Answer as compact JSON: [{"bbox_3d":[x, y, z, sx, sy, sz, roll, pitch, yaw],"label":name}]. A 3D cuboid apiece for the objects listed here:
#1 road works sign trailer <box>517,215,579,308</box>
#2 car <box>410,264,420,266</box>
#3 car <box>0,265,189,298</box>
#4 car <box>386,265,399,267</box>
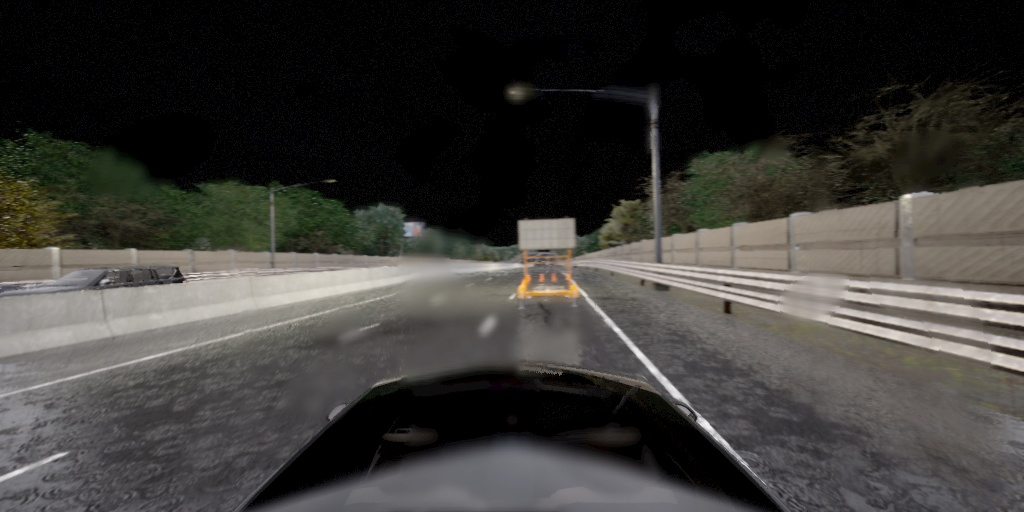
[{"bbox_3d":[1.518,0.161,14.845,2.380,3.560,2.880,0,0,6],"label":"road works sign trailer"},{"bbox_3d":[-15.435,2.048,56.385,1.837,1.490,4.892,-2,-1,6],"label":"car"},{"bbox_3d":[-16.236,1.455,14.362,2.150,2.045,5.566,-2,0,6],"label":"car"},{"bbox_3d":[-18.919,2.153,56.660,1.837,1.490,4.892,-2,-1,6],"label":"car"}]
